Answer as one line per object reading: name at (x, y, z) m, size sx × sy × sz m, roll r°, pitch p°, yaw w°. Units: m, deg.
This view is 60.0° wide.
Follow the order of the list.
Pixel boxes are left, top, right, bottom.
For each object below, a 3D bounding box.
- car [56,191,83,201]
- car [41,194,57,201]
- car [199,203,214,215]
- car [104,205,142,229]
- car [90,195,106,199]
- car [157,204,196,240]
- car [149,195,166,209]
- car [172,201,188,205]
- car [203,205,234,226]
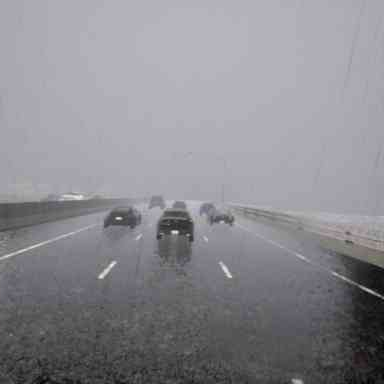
car at (-19.465, 0.927, 54.220) m, size 2.150 × 2.045 × 5.566 m, roll 3°, pitch -1°, yaw 0°
car at (-22.978, 1.018, 54.573) m, size 1.882 × 1.535 × 5.008 m, roll 3°, pitch -1°, yaw 0°
car at (1.864, 2.046, 40.596) m, size 1.882 × 1.535 × 5.008 m, roll 3°, pitch -1°, yaw -1°
car at (-4.529, 1.597, 22.225) m, size 1.994 × 1.385 × 4.181 m, roll 3°, pitch -1°, yaw -2°
car at (-16.015, 1.260, 56.807) m, size 2.097 × 1.767 × 4.553 m, roll 3°, pitch -1°, yaw 0°
car at (-0.880, 1.669, 18.124) m, size 1.837 × 1.490 × 4.892 m, roll 3°, pitch -1°, yaw -2°
car at (-5.297, 1.578, 51.323) m, size 2.150 × 2.045 × 5.566 m, roll 3°, pitch -1°, yaw -1°
car at (-1.666, 1.948, 44.297) m, size 1.837 × 1.490 × 4.892 m, roll 3°, pitch -1°, yaw -1°
car at (2.263, 2.030, 27.620) m, size 1.895 × 1.301 × 4.718 m, roll 3°, pitch -1°, yaw -2°
